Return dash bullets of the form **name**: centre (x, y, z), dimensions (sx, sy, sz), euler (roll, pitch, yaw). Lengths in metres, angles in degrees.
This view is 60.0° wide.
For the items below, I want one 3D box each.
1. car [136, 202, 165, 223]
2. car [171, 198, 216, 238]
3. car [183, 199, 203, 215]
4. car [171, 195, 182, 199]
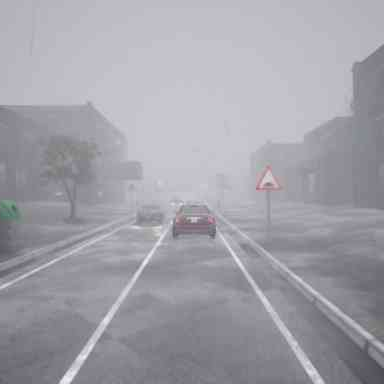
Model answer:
- **car**: centre (-3.091, 1.539, 25.604), dimensions (1.837, 1.490, 4.892), euler (0, 0, 0)
- **car**: centre (0.105, 1.376, 17.767), dimensions (2.097, 1.767, 4.553), euler (0, 0, 0)
- **car**: centre (0.108, 1.583, 36.170), dimensions (2.033, 1.411, 5.357), euler (0, 0, 0)
- **car**: centre (-2.995, 1.339, 66.180), dimensions (2.097, 1.767, 4.553), euler (0, 0, 0)
